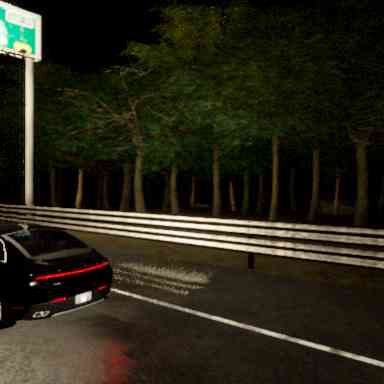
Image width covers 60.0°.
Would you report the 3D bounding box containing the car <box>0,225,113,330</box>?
[{"bbox_3d":[-3.703,1.442,6.828,4.892,1.490,1.837,1,0,37],"label":"car"}]
